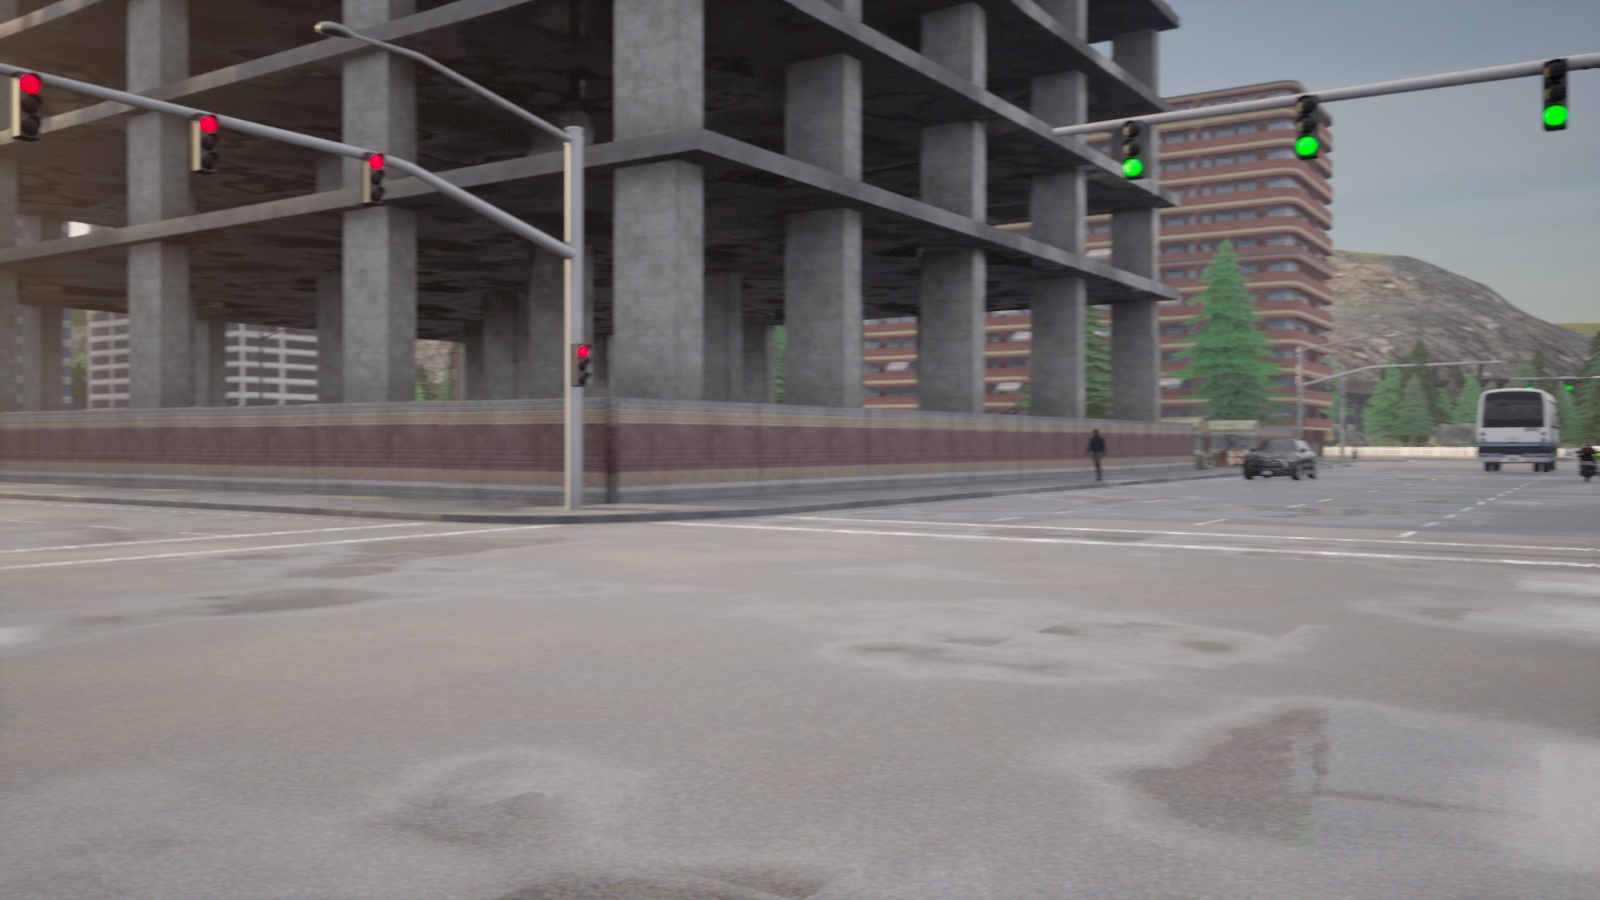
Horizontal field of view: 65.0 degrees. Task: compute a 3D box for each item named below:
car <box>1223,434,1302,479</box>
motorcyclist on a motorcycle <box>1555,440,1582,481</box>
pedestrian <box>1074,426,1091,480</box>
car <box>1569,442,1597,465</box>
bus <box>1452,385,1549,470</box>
[{"bbox_3d":[18.857,0.233,51.070,2.097,1.767,4.553,0,0,33],"label":"car"},{"bbox_3d":[29.968,0.389,48.944,0.866,1.530,2.191,0,0,33],"label":"motorcyclist on a motorcycle"},{"bbox_3d":[9.697,0.100,43.125,0.370,1.835,0.726,0,0,31],"label":"pedestrian"},{"bbox_3d":[50.001,0.212,80.169,1.481,1.376,2.207,0,1,33],"label":"car"},{"bbox_3d":[38.135,-1.154,68.153,3.944,4.253,10.273,0,0,33],"label":"bus"}]
